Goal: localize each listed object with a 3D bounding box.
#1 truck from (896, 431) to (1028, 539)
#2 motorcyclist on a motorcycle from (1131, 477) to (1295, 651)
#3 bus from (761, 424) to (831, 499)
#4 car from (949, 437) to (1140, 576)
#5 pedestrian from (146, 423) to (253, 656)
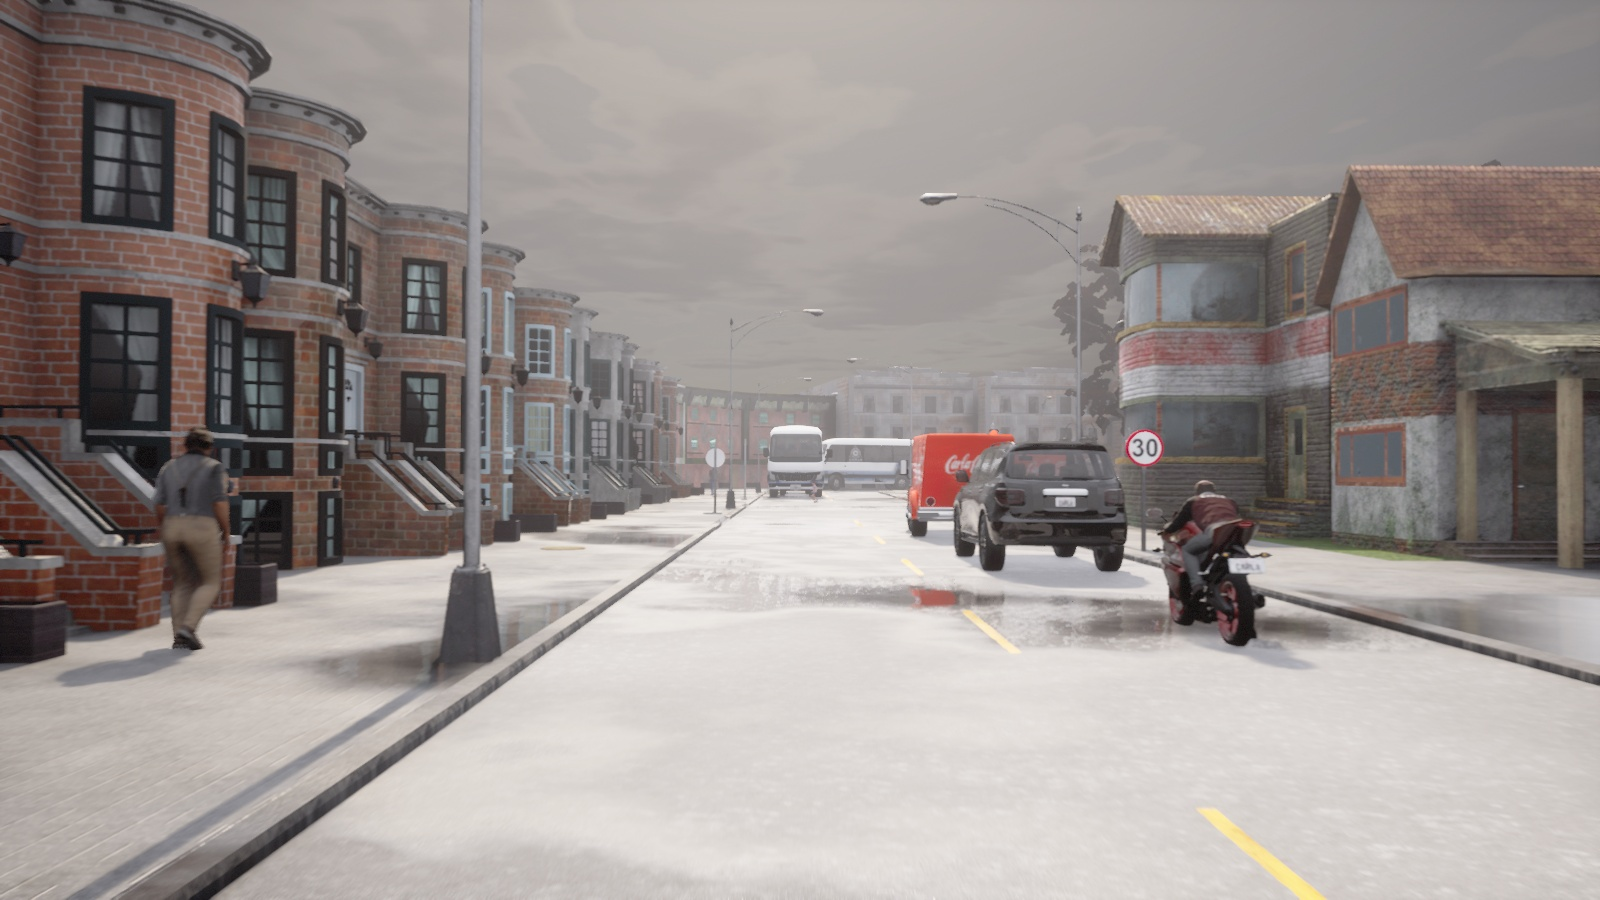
[{"bbox_3d":[3.920,0.839,31.470,2.627,2.467,5.204,0,-1,0],"label":"truck"},{"bbox_3d":[3.972,1.039,12.285,0.866,1.530,2.191,0,-1,0],"label":"motorcyclist on a motorcycle"},{"bbox_3d":[-0.200,0.717,76.360,3.944,4.253,10.273,0,-1,0],"label":"bus"},{"bbox_3d":[3.948,0.875,21.356,2.150,2.045,5.566,0,-1,0],"label":"car"},{"bbox_3d":[-4.923,0.717,10.328,0.540,1.848,0.694,0,-1,1],"label":"pedestrian"}]
